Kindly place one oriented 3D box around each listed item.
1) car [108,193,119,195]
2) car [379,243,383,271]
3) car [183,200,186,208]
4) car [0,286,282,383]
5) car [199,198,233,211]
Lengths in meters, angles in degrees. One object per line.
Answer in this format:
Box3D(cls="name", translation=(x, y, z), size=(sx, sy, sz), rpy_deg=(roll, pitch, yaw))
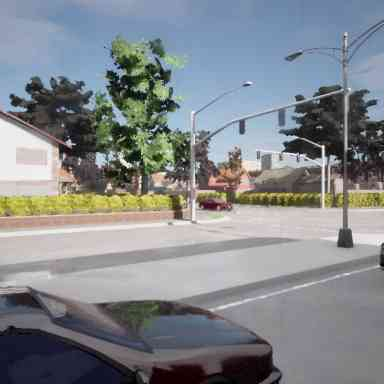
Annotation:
Box3D(cls="car", translation=(-14.819, 1.224, 64.621), size=(2.150, 2.045, 5.566), rpy_deg=(0, 0, -35))
Box3D(cls="car", translation=(6.745, 1.494, 8.603), size=(4.902, 1.511, 2.128), rpy_deg=(0, 0, -35))
Box3D(cls="car", translation=(-2.565, 1.355, 47.681), size=(2.097, 1.767, 4.553), rpy_deg=(0, 0, -36))
Box3D(cls="car", translation=(-1.717, 1.548, 2.522), size=(5.357, 1.411, 2.033), rpy_deg=(0, 0, -35))
Box3D(cls="car", translation=(2.851, 1.480, 40.239), size=(1.882, 1.535, 5.008), rpy_deg=(0, 0, -36))
